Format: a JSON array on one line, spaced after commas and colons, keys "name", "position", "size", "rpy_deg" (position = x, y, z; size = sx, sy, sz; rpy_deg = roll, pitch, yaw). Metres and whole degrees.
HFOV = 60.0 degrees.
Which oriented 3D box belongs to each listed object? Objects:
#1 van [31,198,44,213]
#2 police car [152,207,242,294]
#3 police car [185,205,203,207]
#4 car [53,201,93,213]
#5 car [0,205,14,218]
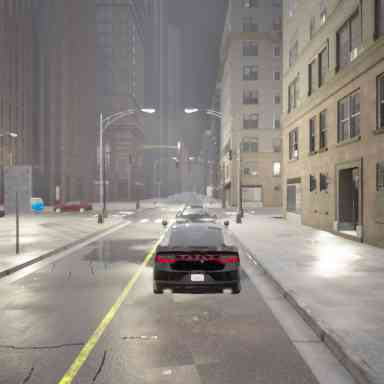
[{"name": "van", "position": [-19.584, 1.591, 39.117], "size": [3.998, 1.788, 1.690], "rpy_deg": [-1, 0, 0]}, {"name": "police car", "position": [0.107, 1.427, 8.917], "size": [1.930, 1.638, 5.238], "rpy_deg": [0, 0, 0]}, {"name": "police car", "position": [0.121, 1.509, 18.522], "size": [2.038, 1.542, 4.974], "rpy_deg": [0, 0, 0]}, {"name": "car", "position": [-13.957, 1.726, 39.094], "size": [4.507, 1.381, 1.887], "rpy_deg": [-1, 0, 0]}, {"name": "car", "position": [-19.611, 1.524, 30.592], "size": [5.009, 1.841, 2.192], "rpy_deg": [-1, 0, 0]}]
